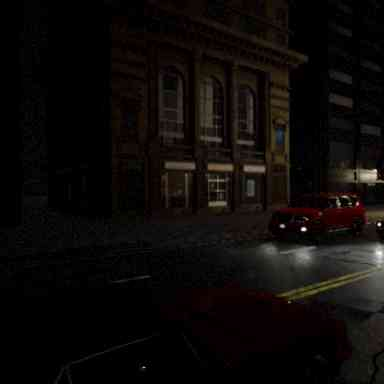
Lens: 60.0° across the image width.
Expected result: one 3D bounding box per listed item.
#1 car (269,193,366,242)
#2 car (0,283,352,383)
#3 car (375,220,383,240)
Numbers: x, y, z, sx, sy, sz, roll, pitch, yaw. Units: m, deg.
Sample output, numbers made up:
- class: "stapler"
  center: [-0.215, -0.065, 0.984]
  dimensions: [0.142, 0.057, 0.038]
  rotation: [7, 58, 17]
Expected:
- class: "car"
  center: [6.178, 1.106, 16.077]
  dimensions: [5.566, 2.045, 2.150]
  rotation: [-1, 0, -35]
- class: "car"
  center: [-0.604, 1.592, 3.010]
  dimensions: [4.718, 1.301, 1.895]
  rotation: [-1, 0, -36]
- class: "car"
  center: [10.230, 1.464, 14.975]
  dimensions: [4.718, 1.301, 1.895]
  rotation: [-1, 0, -35]
